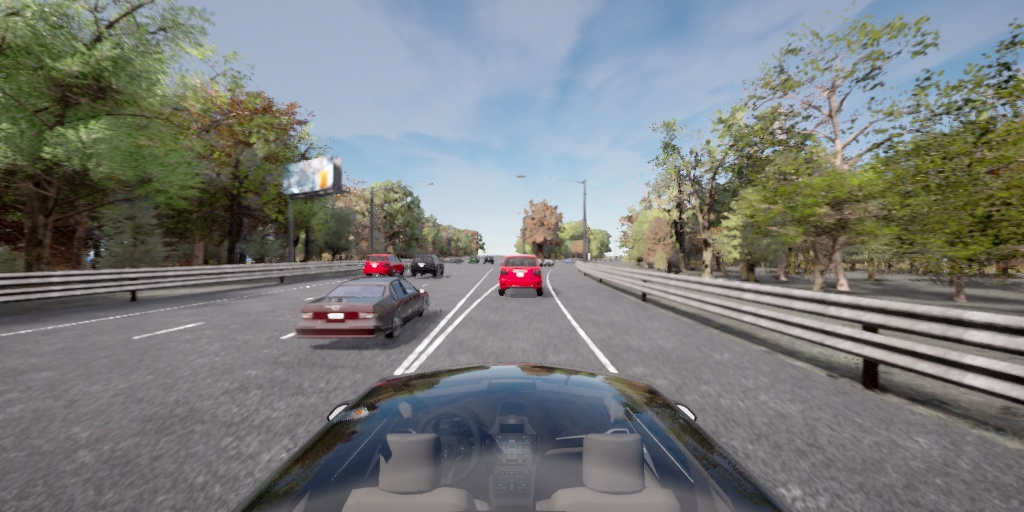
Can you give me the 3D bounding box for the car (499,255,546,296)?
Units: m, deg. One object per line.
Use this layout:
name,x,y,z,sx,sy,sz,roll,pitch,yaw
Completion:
car,0.550,0.958,19.531,2.150,2.045,5.566,0,0,3

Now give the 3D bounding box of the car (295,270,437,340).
car,-3.668,1.276,9.871,2.033,1.411,5.357,0,0,-1

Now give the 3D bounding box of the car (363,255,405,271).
car,-11.145,0.901,31.591,2.150,2.045,5.566,0,0,-1

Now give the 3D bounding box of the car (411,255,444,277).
car,-7.675,0.914,32.961,2.150,2.045,5.566,0,0,-1
